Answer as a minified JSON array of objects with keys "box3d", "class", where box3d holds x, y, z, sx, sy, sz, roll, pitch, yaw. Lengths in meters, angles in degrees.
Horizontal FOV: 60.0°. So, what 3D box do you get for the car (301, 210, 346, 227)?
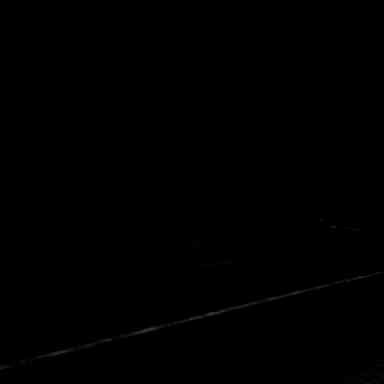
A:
[{"box3d":[13.627,2.755,34.814,1.882,1.535,5.008,4,-1,-27],"class":"car"}]
